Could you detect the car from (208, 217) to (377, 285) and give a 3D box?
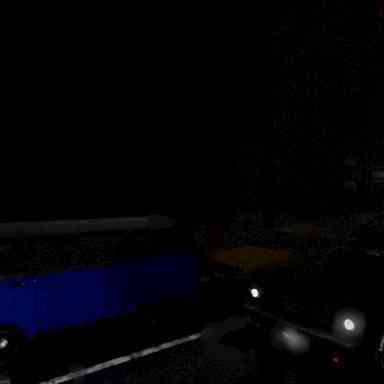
[{"bbox_3d":[2.560,1.483,8.477,4.829,1.417,1.752,0,0,-35],"label":"car"}]

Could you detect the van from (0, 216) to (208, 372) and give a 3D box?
[{"bbox_3d":[-1.892,1.332,5.303,3.998,1.788,1.690,0,0,-35],"label":"van"}]

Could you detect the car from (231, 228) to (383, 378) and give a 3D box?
[{"bbox_3d":[3.094,1.566,5.586,4.718,1.301,1.895,0,0,-35],"label":"car"}]

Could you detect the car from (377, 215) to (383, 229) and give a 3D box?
[{"bbox_3d":[7.287,1.473,11.848,4.403,1.369,2.008,0,0,-35],"label":"car"}]
